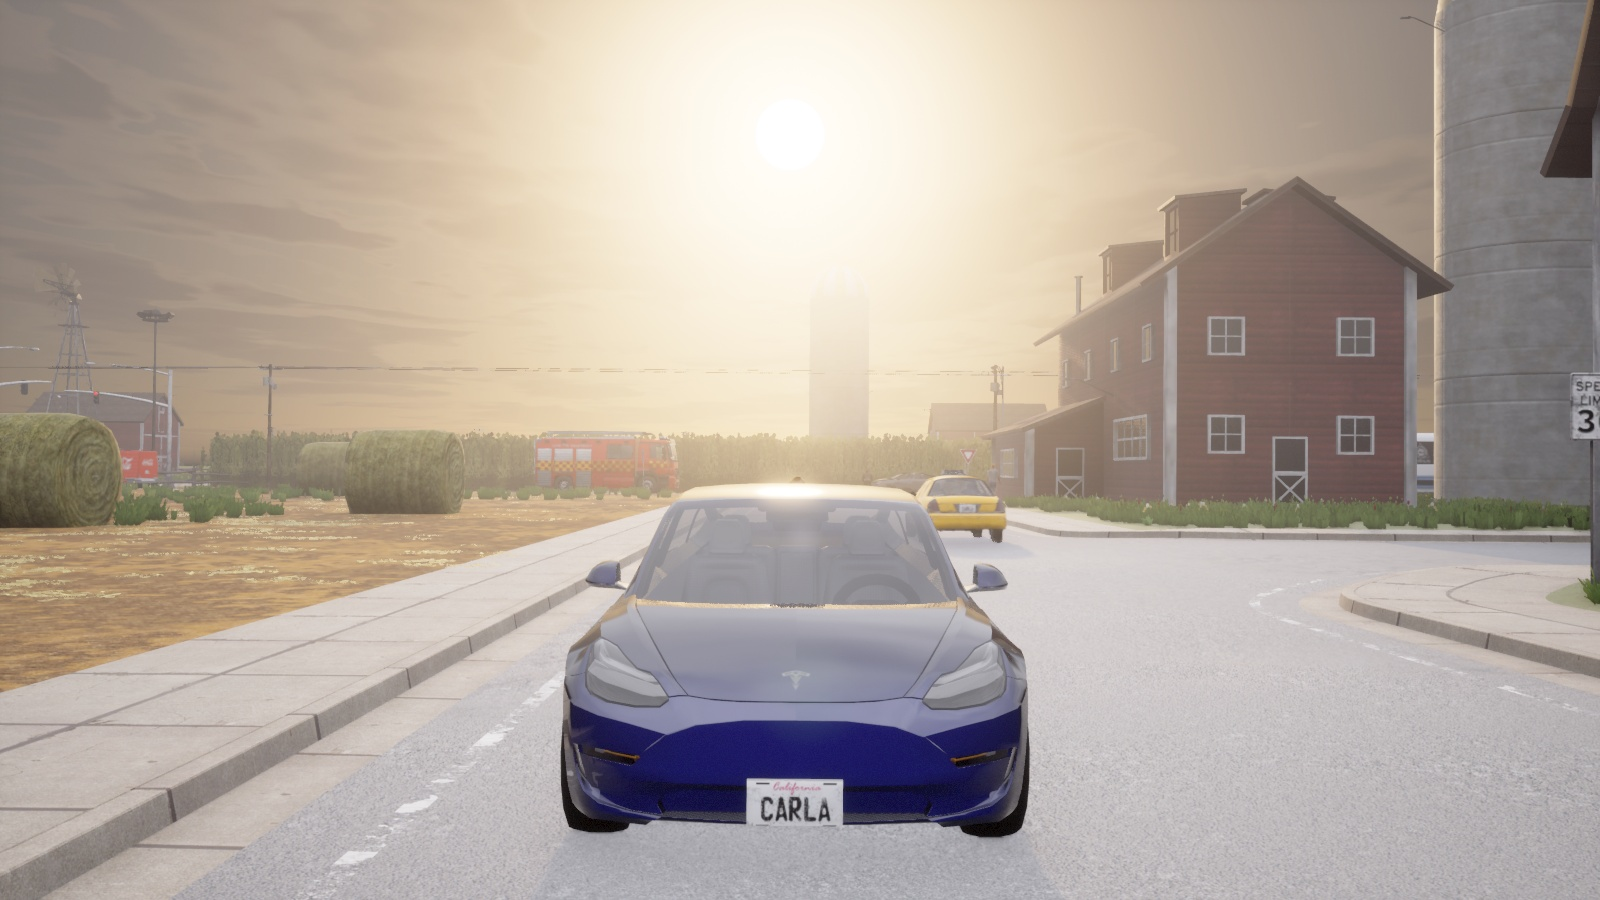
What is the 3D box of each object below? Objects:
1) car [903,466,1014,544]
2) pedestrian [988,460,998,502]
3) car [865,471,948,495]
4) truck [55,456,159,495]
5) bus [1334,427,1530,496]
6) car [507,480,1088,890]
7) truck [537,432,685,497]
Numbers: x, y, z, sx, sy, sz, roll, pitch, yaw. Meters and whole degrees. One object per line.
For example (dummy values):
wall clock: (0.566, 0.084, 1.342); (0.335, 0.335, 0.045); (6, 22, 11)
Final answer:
car: (3.431, 1.188, 28.139); (1.801, 1.575, 5.366); (0, -2, 0)
pedestrian: (8.597, 1.378, 56.013); (0.354, 1.836, 0.706); (0, -1, 4)
car: (6.668, 2.064, 79.007); (4.902, 1.511, 2.128); (0, -1, -6)
truck: (-44.150, 1.618, 80.127); (5.204, 2.467, 2.627); (0, -1, 3)
bus: (39.552, 0.746, 78.900); (10.273, 4.253, 3.944); (0, -1, 1)
car: (-0.012, 0.931, 7.078); (2.163, 1.488, 4.792); (0, -1, 0)
truck: (-11.362, 0.889, 76.038); (8.468, 3.827, 2.891); (0, -1, 1)
